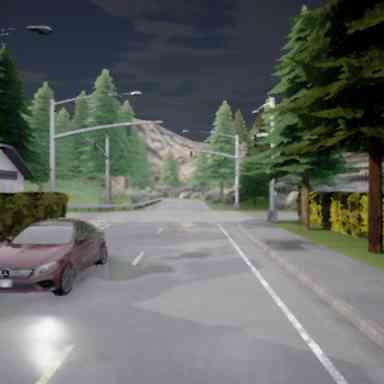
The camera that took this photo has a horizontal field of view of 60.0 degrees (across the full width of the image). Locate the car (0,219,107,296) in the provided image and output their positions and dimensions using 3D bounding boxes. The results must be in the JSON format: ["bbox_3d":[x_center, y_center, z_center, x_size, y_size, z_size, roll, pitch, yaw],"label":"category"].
[{"bbox_3d":[-3.540,1.470,8.656,1.812,1.442,4.674,0,0,1],"label":"car"}]
